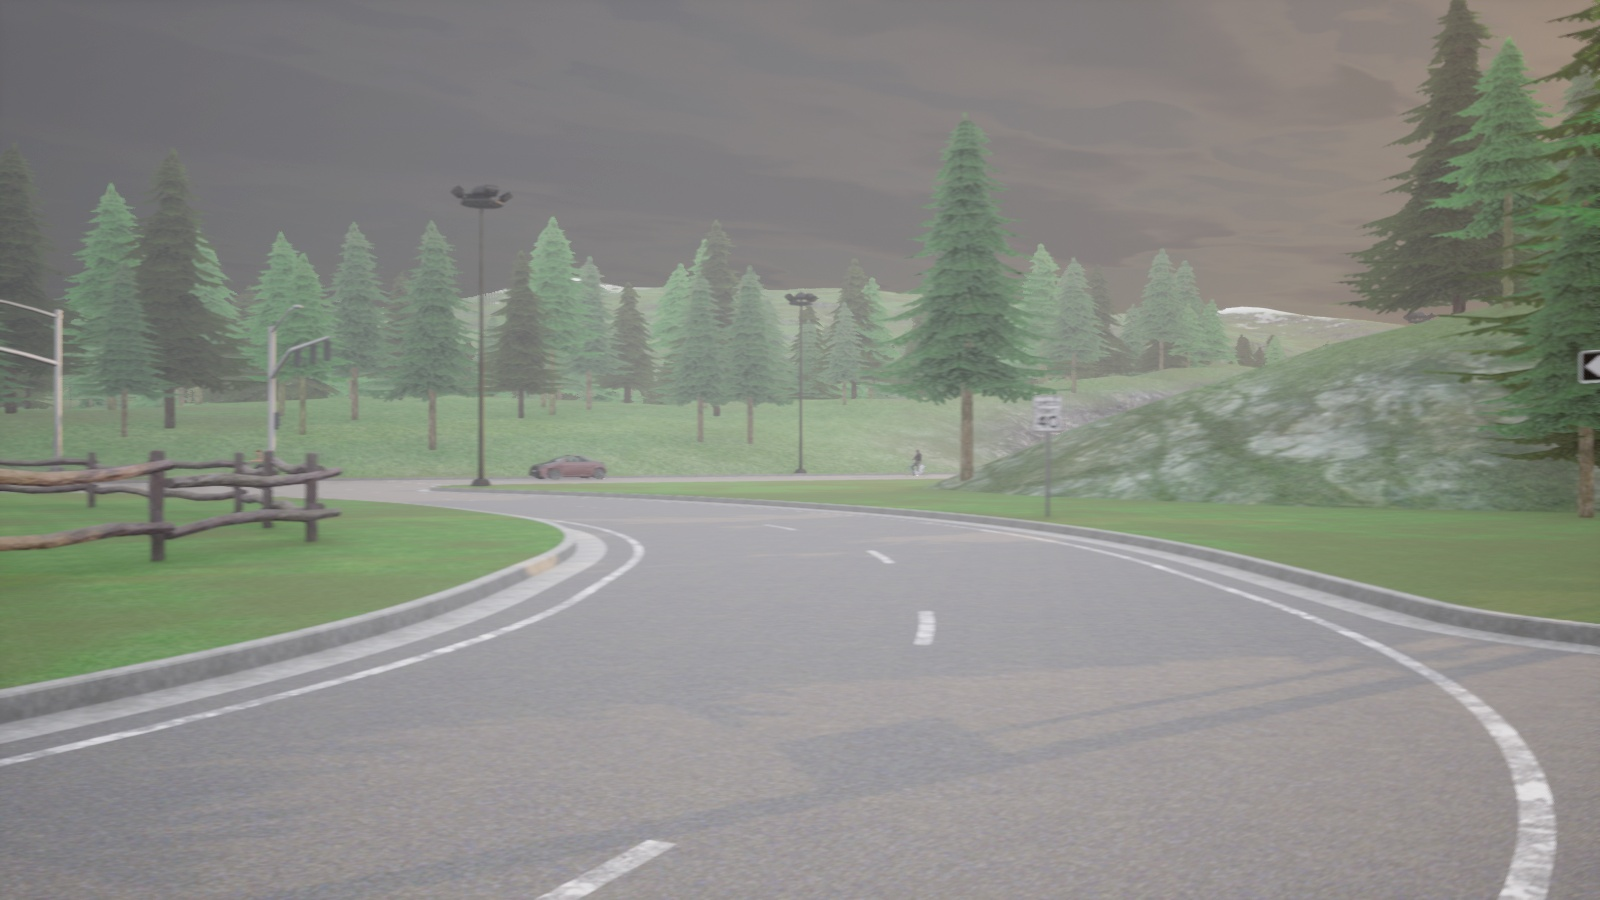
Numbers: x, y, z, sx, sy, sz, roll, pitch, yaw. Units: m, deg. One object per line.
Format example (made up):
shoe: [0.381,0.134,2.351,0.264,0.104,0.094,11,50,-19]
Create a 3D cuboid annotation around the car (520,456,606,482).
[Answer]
car: [-12.963,1.008,68.707,4.181,1.385,1.994,0,0,-35]
